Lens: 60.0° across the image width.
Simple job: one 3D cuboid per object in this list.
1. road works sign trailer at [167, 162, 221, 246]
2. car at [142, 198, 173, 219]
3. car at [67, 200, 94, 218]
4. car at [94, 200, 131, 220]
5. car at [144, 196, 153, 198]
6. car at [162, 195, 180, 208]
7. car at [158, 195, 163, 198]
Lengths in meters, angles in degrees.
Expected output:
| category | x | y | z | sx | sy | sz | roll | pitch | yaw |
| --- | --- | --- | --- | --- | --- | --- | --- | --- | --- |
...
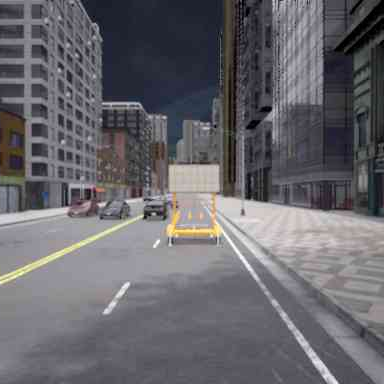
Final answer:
| category | x | y | z | sx | sy | sz | roll | pitch | yaw |
| --- | --- | --- | --- | --- | --- | --- | --- | --- | --- |
| road works sign trailer | 0.102 | 0.450 | 15.241 | 2.380 | 3.560 | 2.880 | 0 | 0 | 0 |
| car | -2.959 | 1.477 | 28.335 | 1.837 | 1.490 | 4.892 | 0 | -1 | 0 |
| car | -9.643 | 1.498 | 30.088 | 1.812 | 1.442 | 4.674 | 0 | 0 | 0 |
| car | -6.407 | 1.479 | 28.055 | 1.837 | 1.490 | 4.892 | 0 | 0 | 0 |
| car | -9.275 | 1.511 | 70.302 | 1.895 | 1.301 | 4.718 | 0 | 0 | 0 |
| car | -2.833 | 1.483 | 47.018 | 1.812 | 1.442 | 4.674 | 0 | 0 | 0 |
| car | -6.033 | 1.454 | 69.274 | 2.128 | 1.511 | 4.902 | 0 | 0 | 0 |
